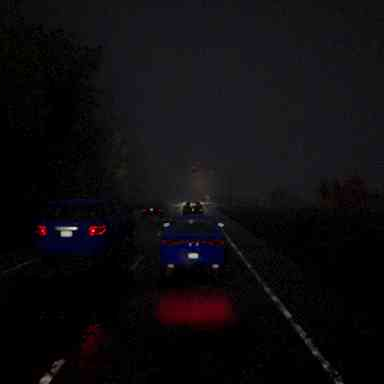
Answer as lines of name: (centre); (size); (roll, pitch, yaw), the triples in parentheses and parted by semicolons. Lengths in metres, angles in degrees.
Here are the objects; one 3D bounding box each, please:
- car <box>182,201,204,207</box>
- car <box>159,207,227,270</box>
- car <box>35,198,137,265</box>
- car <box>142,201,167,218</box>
car: (0.093, 1.569, 30.609); (2.033, 1.411, 5.357); (0, 0, 0)
car: (0.053, 1.487, 11.040); (1.882, 1.535, 5.008); (0, 0, 1)
car: (-3.441, 1.234, 11.854); (2.150, 2.045, 5.566); (0, 0, 0)
car: (-3.406, 1.569, 30.591); (2.033, 1.411, 5.357); (0, 0, 0)
